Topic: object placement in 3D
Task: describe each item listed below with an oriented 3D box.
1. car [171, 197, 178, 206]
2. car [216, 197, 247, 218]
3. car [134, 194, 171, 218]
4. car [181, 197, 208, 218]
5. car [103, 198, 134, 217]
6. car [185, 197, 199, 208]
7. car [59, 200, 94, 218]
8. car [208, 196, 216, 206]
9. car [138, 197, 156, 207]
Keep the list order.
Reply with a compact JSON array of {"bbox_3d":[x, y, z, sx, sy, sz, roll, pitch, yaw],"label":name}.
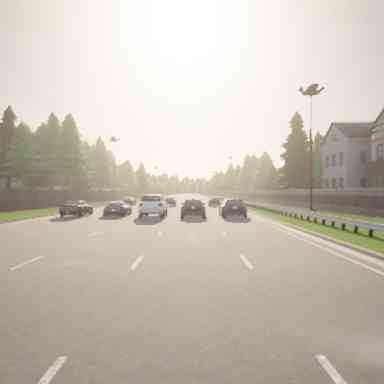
[{"bbox_3d":[-3.442,1.493,53.300,1.837,1.490,4.892,0,1,0],"label":"car"},{"bbox_3d":[3.603,1.344,29.996,2.097,1.767,4.553,0,0,0],"label":"car"},{"bbox_3d":[-3.398,1.214,29.782,2.150,2.045,5.566,0,0,0],"label":"car"},{"bbox_3d":[0.101,1.344,30.010,2.097,1.767,4.553,0,0,0],"label":"car"},{"bbox_3d":[-6.899,1.556,31.176,1.994,1.385,4.181,0,0,0],"label":"car"},{"bbox_3d":[0.034,1.535,50.759,2.033,1.411,5.357,0,0,1],"label":"car"},{"bbox_3d":[-10.397,1.484,30.226,2.128,1.511,4.902,0,0,0],"label":"car"},{"bbox_3d":[3.561,1.493,53.664,1.837,1.490,4.892,0,1,0],"label":"car"},{"bbox_3d":[-6.959,1.534,51.489,2.033,1.411,5.357,0,0,1],"label":"car"}]
